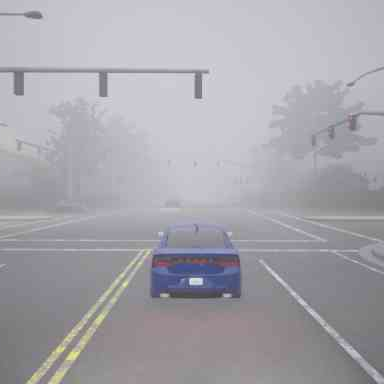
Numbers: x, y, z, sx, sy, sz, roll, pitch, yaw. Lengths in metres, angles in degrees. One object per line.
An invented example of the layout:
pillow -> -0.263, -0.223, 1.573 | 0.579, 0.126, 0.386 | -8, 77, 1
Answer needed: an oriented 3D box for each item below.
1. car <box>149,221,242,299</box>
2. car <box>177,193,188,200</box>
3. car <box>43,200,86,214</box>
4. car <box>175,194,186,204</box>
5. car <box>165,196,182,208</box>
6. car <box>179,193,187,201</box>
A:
car -> 0.086, 1.478, 8.537 | 1.882, 1.535, 5.008 | 0, 0, 0
car -> -2.492, 1.225, 74.333 | 2.150, 2.045, 5.566 | 0, 0, 0
car -> -13.411, 1.564, 35.226 | 4.181, 1.385, 1.994 | 0, 0, -1
car -> -2.658, 1.562, 62.241 | 1.994, 1.385, 4.181 | 0, 0, 1
car -> -2.810, 1.601, 48.301 | 1.895, 1.301, 4.718 | 0, 0, 1
car -> -2.362, 1.210, 89.716 | 2.150, 2.045, 5.566 | 0, 0, 0
